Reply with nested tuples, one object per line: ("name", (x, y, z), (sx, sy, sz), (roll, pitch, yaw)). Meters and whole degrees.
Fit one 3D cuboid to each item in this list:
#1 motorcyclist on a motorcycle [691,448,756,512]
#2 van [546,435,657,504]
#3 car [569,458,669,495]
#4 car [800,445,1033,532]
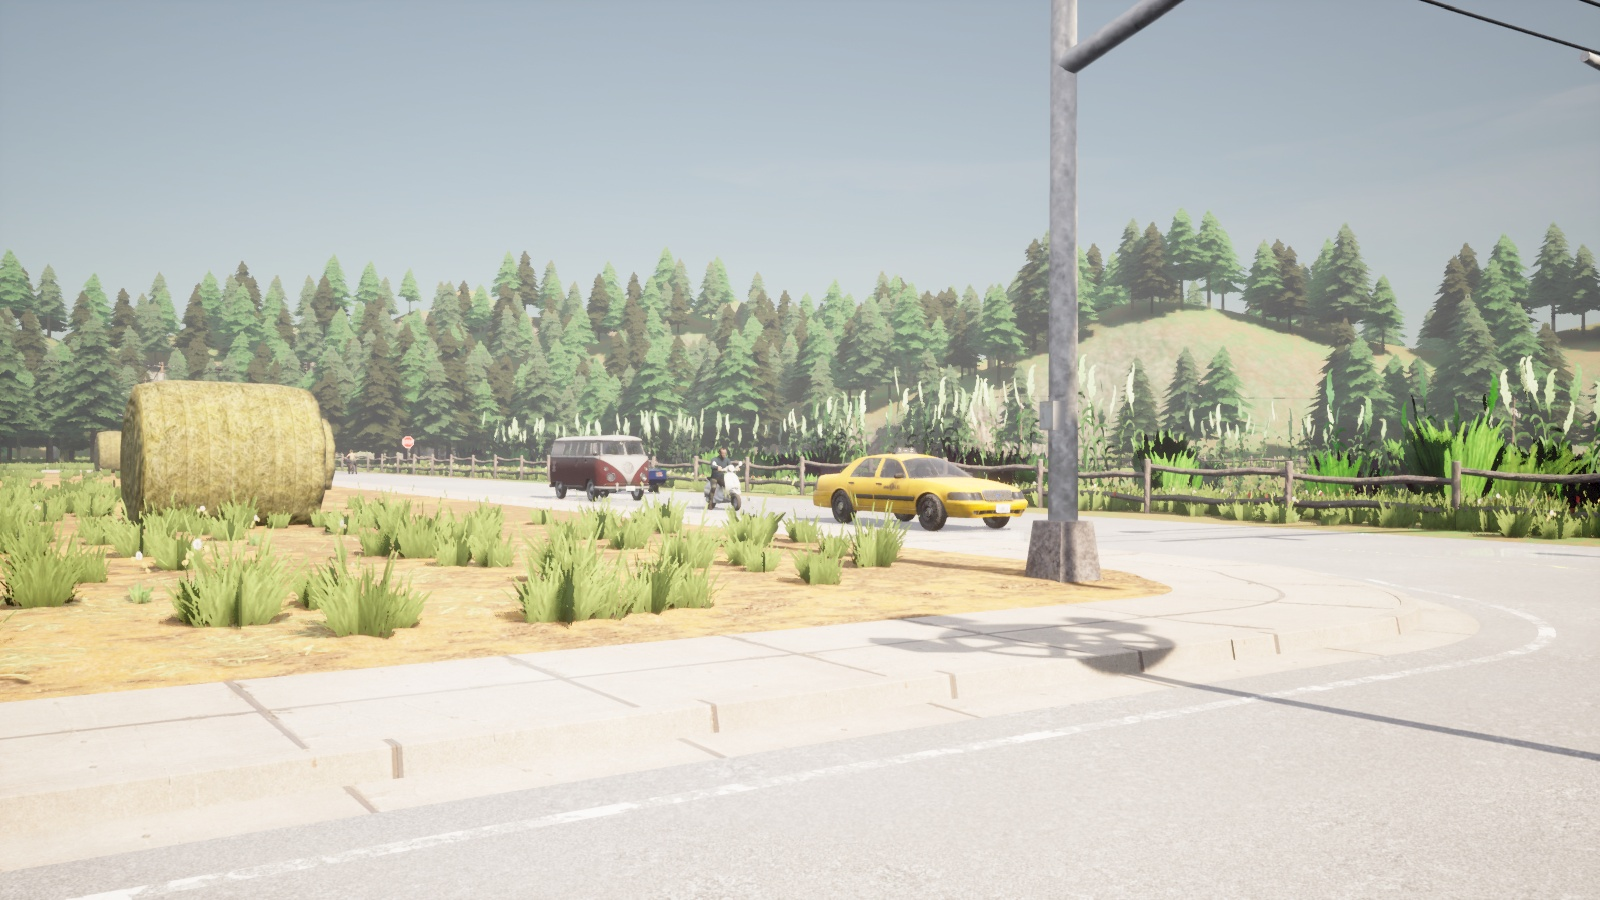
("motorcyclist on a motorcycle", (-1.965, 0.746, 32.029), (0.866, 1.590, 1.817), (0, 0, -32))
("van", (-6.201, 0.571, 38.757), (1.775, 1.987, 4.442), (0, 0, -32))
("car", (-6.719, 0.937, 46.148), (1.895, 1.301, 4.718), (0, 0, -32))
("car", (2.192, 0.706, 25.414), (1.801, 1.575, 5.366), (0, 0, -32))
